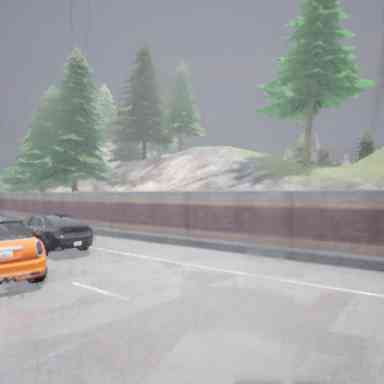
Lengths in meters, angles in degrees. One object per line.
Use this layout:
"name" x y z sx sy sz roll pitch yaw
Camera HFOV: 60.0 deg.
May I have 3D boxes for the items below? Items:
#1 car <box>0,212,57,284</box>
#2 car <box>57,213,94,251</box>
"car" -5.745 1.411 8.681 4.553 1.767 2.097 0 0 40
"car" -5.875 1.591 13.378 4.892 1.490 1.837 0 0 41
